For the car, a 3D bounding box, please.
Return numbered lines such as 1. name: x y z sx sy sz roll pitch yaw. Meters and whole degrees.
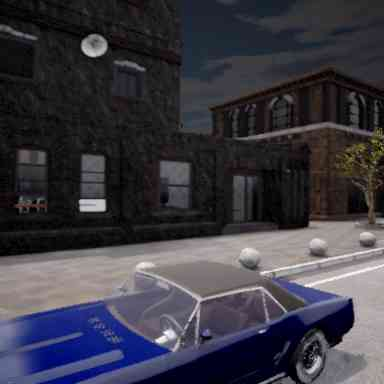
1. car: -0.214 1.602 3.838 4.718 1.301 1.895 0 0 -35
